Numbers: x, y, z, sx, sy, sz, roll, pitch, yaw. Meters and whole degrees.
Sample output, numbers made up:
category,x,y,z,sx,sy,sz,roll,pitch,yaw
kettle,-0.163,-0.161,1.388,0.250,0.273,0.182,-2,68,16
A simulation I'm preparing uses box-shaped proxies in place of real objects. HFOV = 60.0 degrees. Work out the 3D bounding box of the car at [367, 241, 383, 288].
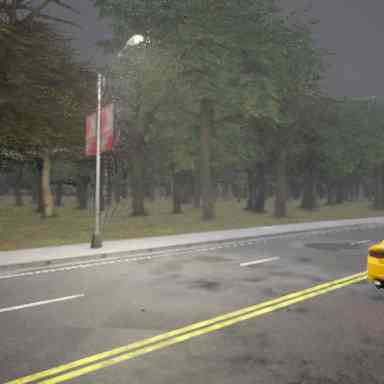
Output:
category,x,y,z,sx,sy,sz,roll,pitch,yaw
car,6.288,1.552,8.332,5.008,1.535,1.882,0,-1,-38
